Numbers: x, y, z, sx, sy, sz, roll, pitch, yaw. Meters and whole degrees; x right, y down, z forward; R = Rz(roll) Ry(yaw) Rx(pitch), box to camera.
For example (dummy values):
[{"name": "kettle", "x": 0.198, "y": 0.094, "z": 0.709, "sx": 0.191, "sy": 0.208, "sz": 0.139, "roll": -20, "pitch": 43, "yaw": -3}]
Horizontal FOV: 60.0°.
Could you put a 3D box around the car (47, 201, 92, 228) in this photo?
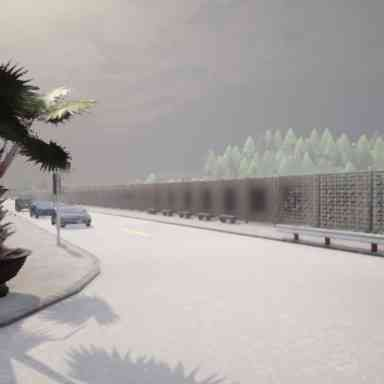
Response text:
[{"name": "car", "x": -8.322, "y": 1.573, "z": 22.717, "sx": 1.812, "sy": 1.442, "sz": 4.674, "roll": 0, "pitch": 0, "yaw": -34}]

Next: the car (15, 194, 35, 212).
[{"name": "car", "x": -20.532, "y": 1.328, "z": 41.274, "sx": 2.150, "sy": 2.045, "sz": 5.566, "roll": 0, "pitch": 0, "yaw": -33}]

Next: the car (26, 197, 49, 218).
[{"name": "car", "x": -13.824, "y": 1.552, "z": 31.036, "sx": 1.882, "sy": 1.535, "sz": 5.008, "roll": 0, "pitch": 0, "yaw": -33}]
